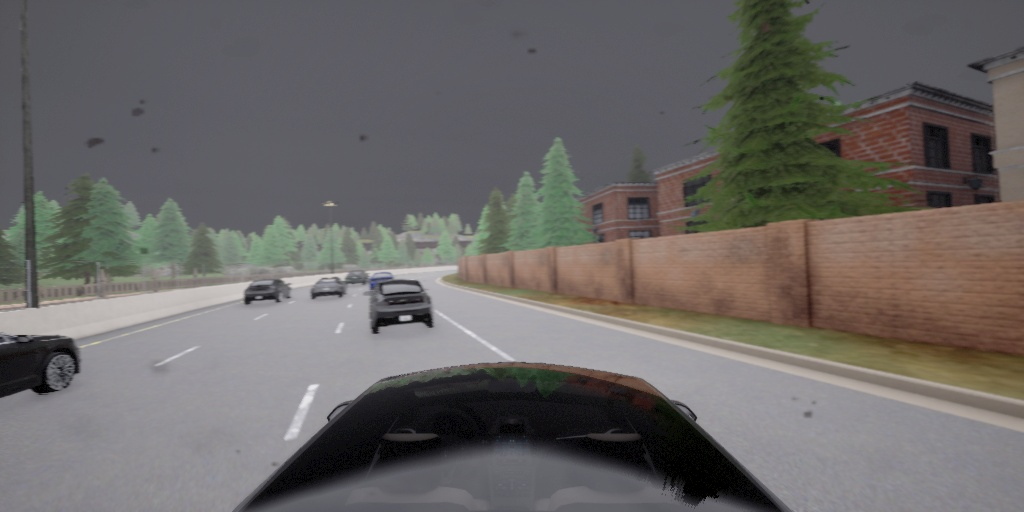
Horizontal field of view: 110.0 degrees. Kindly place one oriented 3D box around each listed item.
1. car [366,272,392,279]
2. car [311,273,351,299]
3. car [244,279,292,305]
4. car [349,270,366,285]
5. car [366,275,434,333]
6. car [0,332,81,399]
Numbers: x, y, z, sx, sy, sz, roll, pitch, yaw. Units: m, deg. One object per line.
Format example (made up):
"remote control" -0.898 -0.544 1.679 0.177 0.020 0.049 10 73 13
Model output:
"car" -10.540 2.047 29.210 1.882 1.535 5.008 -2 -1 -20
"car" -12.824 2.191 25.317 1.994 1.385 4.181 -2 -1 -20
"car" -15.873 2.253 23.488 1.837 1.490 4.892 -2 0 -21
"car" -17.213 2.363 40.247 2.097 1.767 4.553 -2 -1 -13
"car" -3.907 1.564 12.330 1.837 1.490 4.892 -2 -1 -22
"car" -8.385 1.664 4.723 2.128 1.511 4.902 -2 -1 -22
